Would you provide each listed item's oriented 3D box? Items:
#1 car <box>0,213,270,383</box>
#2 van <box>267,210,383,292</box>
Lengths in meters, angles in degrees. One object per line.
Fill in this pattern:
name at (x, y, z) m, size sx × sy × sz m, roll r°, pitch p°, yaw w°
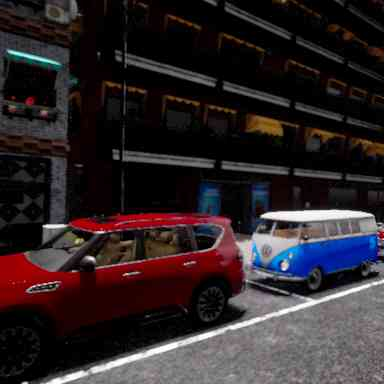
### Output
car at (-1.306, 1.331, 5.566) m, size 5.009 × 1.841 × 2.192 m, roll 1°, pitch 1°, yaw -35°
van at (3.331, 1.402, 8.873) m, size 3.998 × 1.788 × 1.690 m, roll 1°, pitch 1°, yaw -35°
